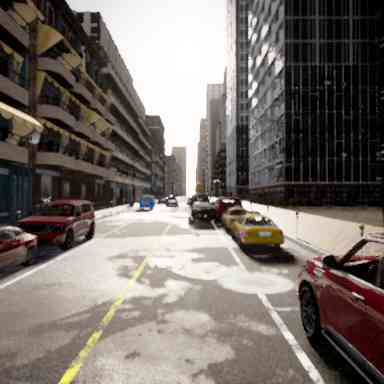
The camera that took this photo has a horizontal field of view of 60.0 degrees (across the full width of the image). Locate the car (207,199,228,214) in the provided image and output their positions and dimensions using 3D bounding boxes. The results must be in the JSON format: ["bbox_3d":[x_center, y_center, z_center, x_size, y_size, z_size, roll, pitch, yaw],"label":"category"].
[{"bbox_3d":[2.720,1.531,36.564,1.887,1.381,4.507,1,0,0],"label":"car"}]

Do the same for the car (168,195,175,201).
[{"bbox_3d":[-5.637,1.626,91.796,1.887,1.381,4.507,1,0,0],"label":"car"}]

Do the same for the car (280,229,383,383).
[{"bbox_3d":[2.709,1.312,3.426,2.192,1.841,5.009,1,0,0],"label":"car"}]

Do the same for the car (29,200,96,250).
[{"bbox_3d":[-5.666,1.304,14.477,2.192,1.841,5.009,1,0,0],"label":"car"}]

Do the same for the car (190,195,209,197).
[{"bbox_3d":[0.870,1.442,35.064,1.801,1.575,5.366,0,0,0],"label":"car"}]

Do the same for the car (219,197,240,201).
[{"bbox_3d":[2.718,1.301,25.517,2.192,1.841,5.009,1,0,0],"label":"car"}]

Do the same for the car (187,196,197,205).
[{"bbox_3d":[0.029,1.538,61.620,1.812,1.442,4.674,0,0,0],"label":"car"}]

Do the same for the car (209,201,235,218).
[{"bbox_3d":[2.717,1.551,31.040,1.947,1.339,4.313,1,0,0],"label":"car"}]

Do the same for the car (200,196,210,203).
[{"bbox_3d":[2.733,1.594,69.700,1.947,1.339,4.313,1,0,0],"label":"car"}]

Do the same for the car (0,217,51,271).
[{"bbox_3d":[-5.673,1.574,8.954,1.802,1.307,4.206,1,0,0],"label":"car"}]

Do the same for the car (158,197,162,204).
[{"bbox_3d":[-5.649,1.598,64.182,1.802,1.307,4.206,1,0,0],"label":"car"}]

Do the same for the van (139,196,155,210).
[{"bbox_3d":[-5.655,1.329,42.091,1.690,1.788,3.998,1,0,0],"label":"van"}]

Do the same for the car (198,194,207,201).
[{"bbox_3d":[2.744,1.381,86.270,2.192,1.841,5.009,1,0,0],"label":"car"}]

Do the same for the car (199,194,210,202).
[{"bbox_3d":[2.739,1.355,75.223,2.192,1.841,5.009,1,0,0],"label":"car"}]

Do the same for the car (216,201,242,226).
[{"bbox_3d":[2.713,1.512,20.165,1.752,1.417,4.829,1,0,0],"label":"car"}]

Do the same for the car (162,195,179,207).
[{"bbox_3d":[-3.054,1.522,50.840,1.812,1.442,4.674,0,0,0],"label":"car"}]

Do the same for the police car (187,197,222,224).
[{"bbox_3d":[0.750,1.411,24.935,1.930,1.638,5.238,0,0,-4],"label":"police car"}]

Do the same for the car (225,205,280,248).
[{"bbox_3d":[2.710,1.514,14.642,1.752,1.417,4.829,1,0,0],"label":"car"}]
